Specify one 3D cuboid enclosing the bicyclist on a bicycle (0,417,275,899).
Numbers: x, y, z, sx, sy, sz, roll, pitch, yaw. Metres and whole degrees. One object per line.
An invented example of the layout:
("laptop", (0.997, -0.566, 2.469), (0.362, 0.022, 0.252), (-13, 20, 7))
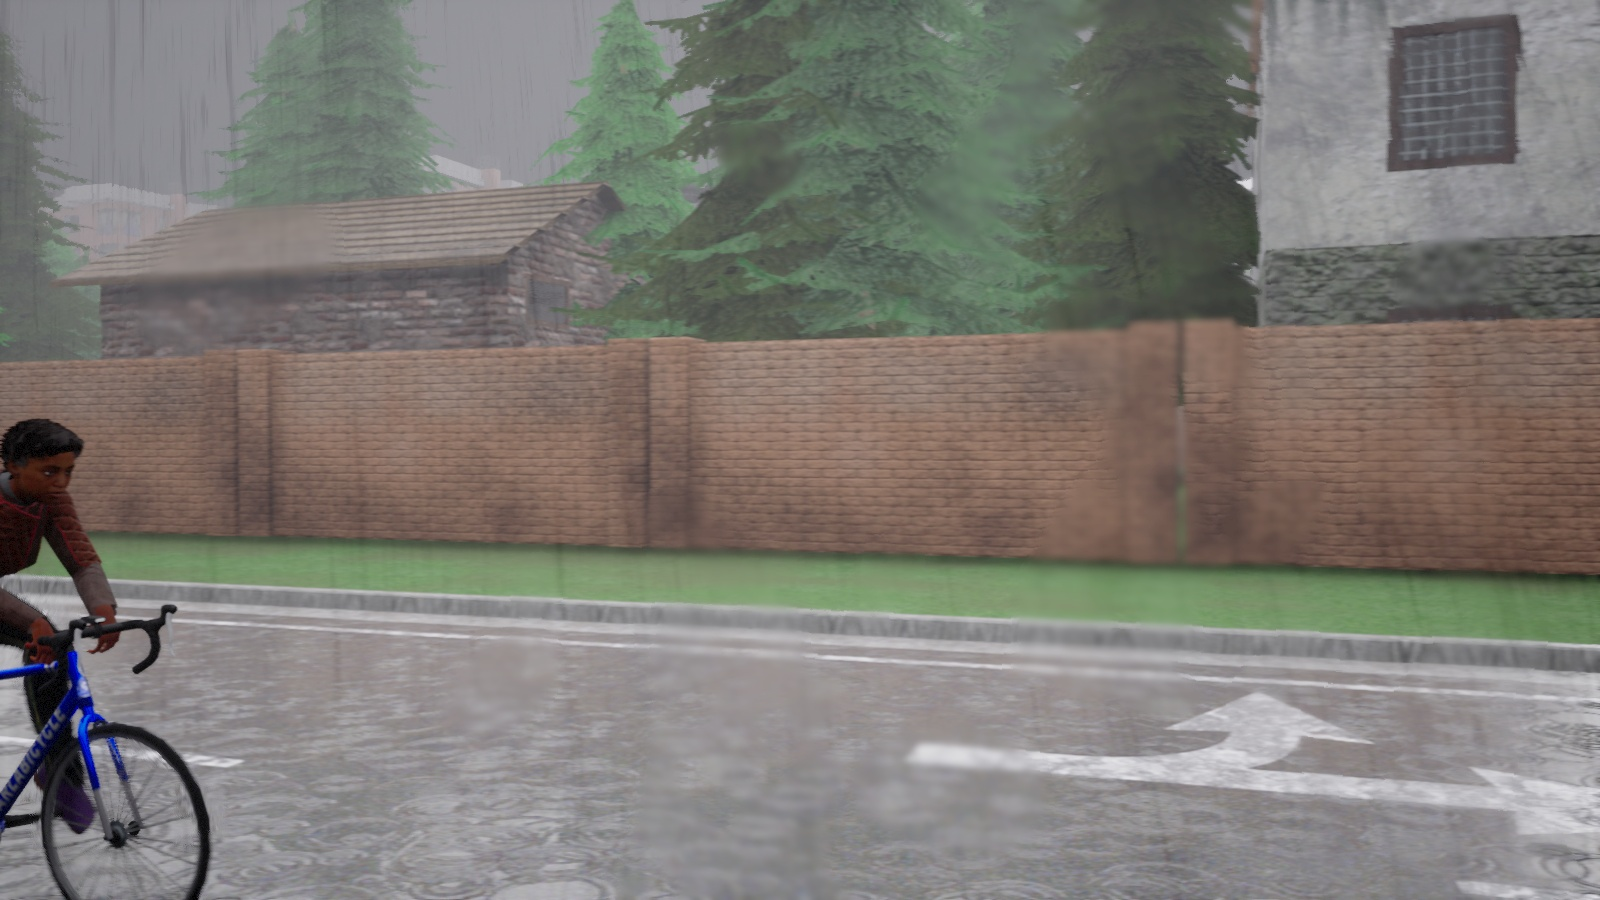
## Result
("bicyclist on a bicycle", (-2.583, 0.705, 4.064), (1.656, 1.620, 0.582), (1, 1, 19))
